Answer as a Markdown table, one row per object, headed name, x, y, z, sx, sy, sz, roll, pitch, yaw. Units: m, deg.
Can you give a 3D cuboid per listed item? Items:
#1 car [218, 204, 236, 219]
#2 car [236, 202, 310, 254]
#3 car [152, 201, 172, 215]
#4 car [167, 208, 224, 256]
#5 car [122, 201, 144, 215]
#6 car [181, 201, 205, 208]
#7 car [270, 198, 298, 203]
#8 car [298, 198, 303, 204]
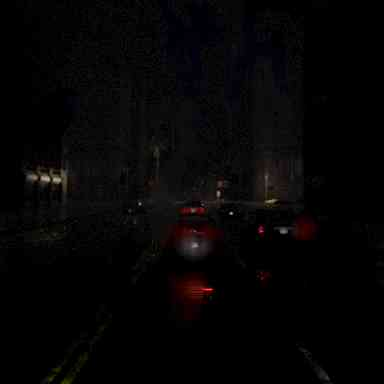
| name | x | y | z | sx | sy | sz | roll | pitch | yaw |
| --- | --- | --- | --- | --- | --- | --- | --- | --- | --- |
| car | 3.344 | 1.807 | 30.370 | 1.994 | 1.385 | 4.181 | 0 | 0 | 0 |
| car | 3.337 | 1.470 | 14.191 | 2.097 | 1.767 | 4.553 | 0 | 0 | 0 |
| car | -3.341 | 1.802 | 37.742 | 1.837 | 1.490 | 4.892 | 0 | -1 | 0 |
| car | 0.086 | 1.616 | 13.682 | 1.837 | 1.490 | 4.892 | 0 | -1 | 0 |
| car | -6.590 | 1.788 | 37.745 | 2.128 | 1.511 | 4.902 | 0 | -1 | 0 |
| car | 0.090 | 1.588 | 29.483 | 2.097 | 1.767 | 4.553 | 0 | 0 | 0 |
| car | 20.747 | 2.358 | 75.051 | 4.507 | 1.381 | 1.887 | 1 | -1 | 0 |
| car | 25.837 | 2.198 | 75.038 | 5.009 | 1.841 | 2.192 | 1 | -1 | 0 |
